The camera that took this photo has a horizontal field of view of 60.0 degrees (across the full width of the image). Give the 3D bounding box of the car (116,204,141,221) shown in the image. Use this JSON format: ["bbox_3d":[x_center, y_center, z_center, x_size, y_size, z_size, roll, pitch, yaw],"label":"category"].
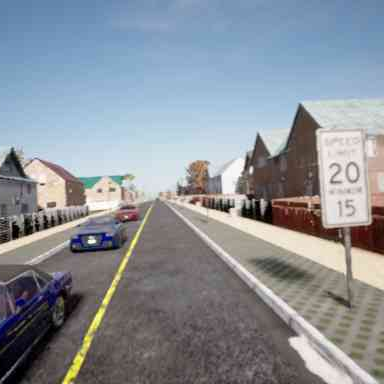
[{"bbox_3d":[-5.793,1.846,30.477,1.882,1.535,5.008,-4,0,-6],"label":"car"}]

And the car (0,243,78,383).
[{"bbox_3d":[-3.069,1.789,4.350,1.895,1.301,4.718,-4,0,-6],"label":"car"}]

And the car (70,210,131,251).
[{"bbox_3d":[-4.214,1.819,15.360,1.994,1.385,4.181,-4,0,-5],"label":"car"}]
